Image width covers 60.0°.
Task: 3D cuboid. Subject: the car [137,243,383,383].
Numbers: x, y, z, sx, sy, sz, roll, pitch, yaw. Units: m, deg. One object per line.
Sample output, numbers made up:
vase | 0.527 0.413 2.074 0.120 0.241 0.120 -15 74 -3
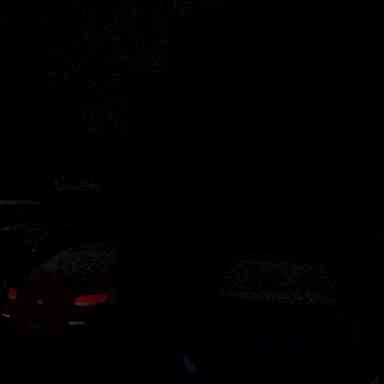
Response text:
car | 1.159 1.517 4.596 2.002 1.452 4.674 1 0 15

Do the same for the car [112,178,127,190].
car | -8.281 -1.056 44.520 4.892 1.521 2.231 1 6 8

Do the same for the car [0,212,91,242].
car | -3.799 1.459 8.050 2.231 1.521 4.892 1 0 14

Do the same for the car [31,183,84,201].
car | -13.990 0.129 33.933 4.674 1.452 2.002 1 6 8

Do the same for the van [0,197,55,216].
van | -6.321 1.221 9.636 1.878 1.987 4.442 1 0 14

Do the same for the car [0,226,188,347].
car | -1.323 1.507 6.324 2.002 1.452 4.674 0 -1 15

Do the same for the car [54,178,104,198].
car | -12.540 -0.447 36.551 5.566 2.045 2.435 1 6 8
